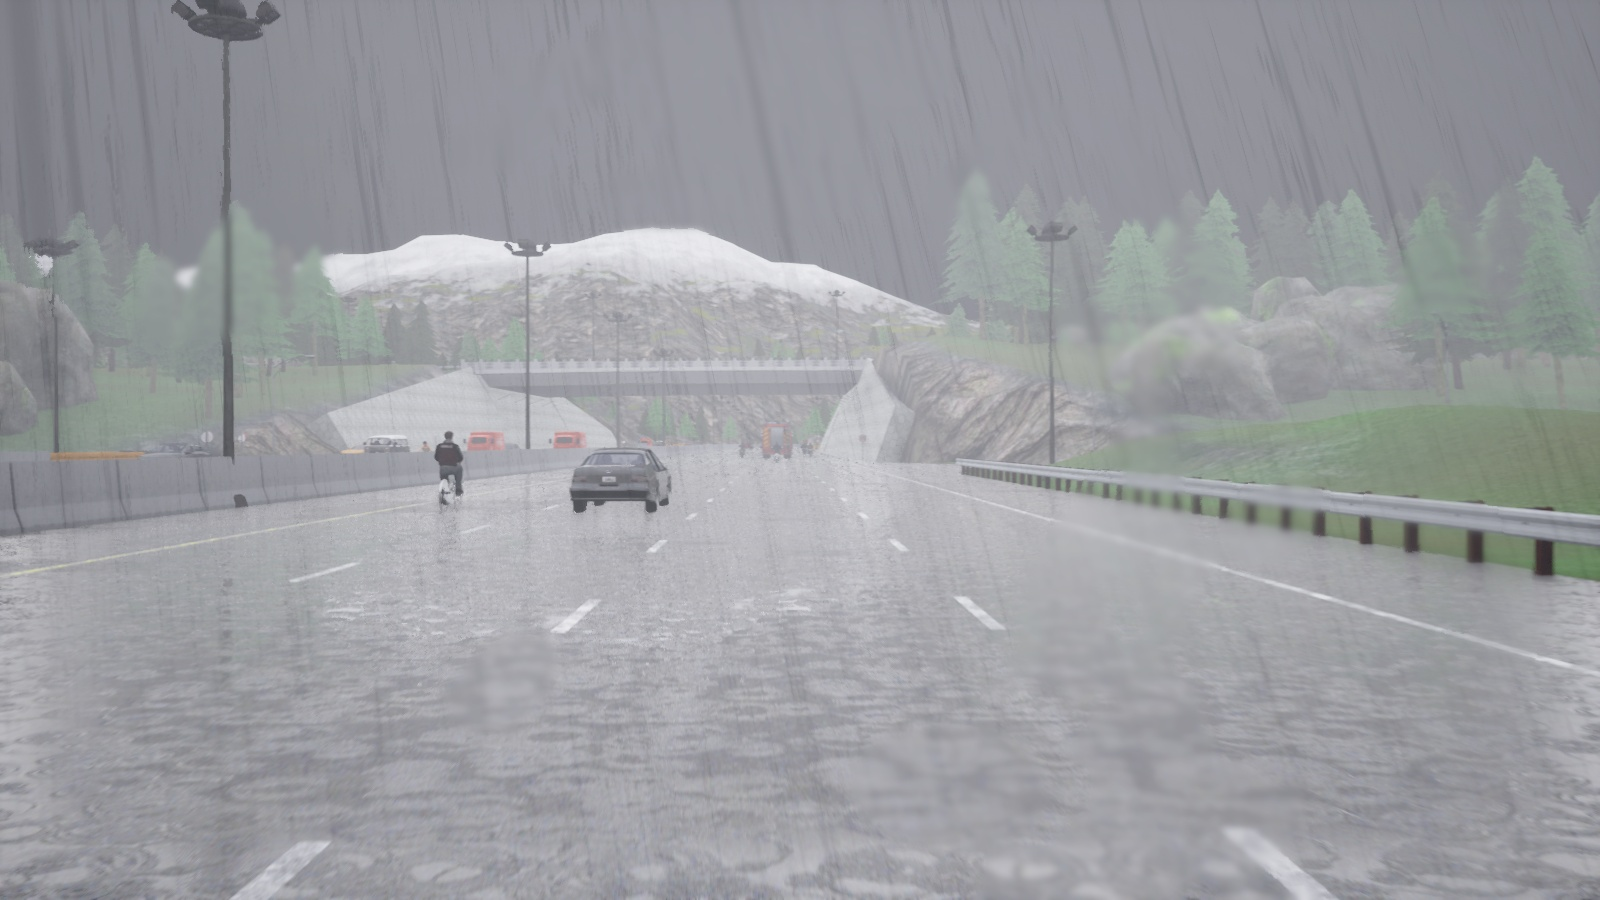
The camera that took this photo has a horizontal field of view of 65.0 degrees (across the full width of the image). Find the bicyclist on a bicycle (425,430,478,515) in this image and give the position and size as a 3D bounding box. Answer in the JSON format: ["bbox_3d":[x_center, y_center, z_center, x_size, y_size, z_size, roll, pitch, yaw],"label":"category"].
[{"bbox_3d":[-7.457,0.461,26.957,0.659,1.776,1.843,0,1,-1],"label":"bicyclist on a bicycle"}]

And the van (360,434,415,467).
[{"bbox_3d":[-25.877,0.014,78.948,2.069,2.038,4.480,0,0,-1],"label":"van"}]

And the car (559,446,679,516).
[{"bbox_3d":[-3.984,0.631,28.554,2.033,1.411,5.357,0,0,-1],"label":"car"}]

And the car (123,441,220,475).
[{"bbox_3d":[-29.011,0.361,58.159,2.128,1.511,4.902,0,0,-1],"label":"car"}]
